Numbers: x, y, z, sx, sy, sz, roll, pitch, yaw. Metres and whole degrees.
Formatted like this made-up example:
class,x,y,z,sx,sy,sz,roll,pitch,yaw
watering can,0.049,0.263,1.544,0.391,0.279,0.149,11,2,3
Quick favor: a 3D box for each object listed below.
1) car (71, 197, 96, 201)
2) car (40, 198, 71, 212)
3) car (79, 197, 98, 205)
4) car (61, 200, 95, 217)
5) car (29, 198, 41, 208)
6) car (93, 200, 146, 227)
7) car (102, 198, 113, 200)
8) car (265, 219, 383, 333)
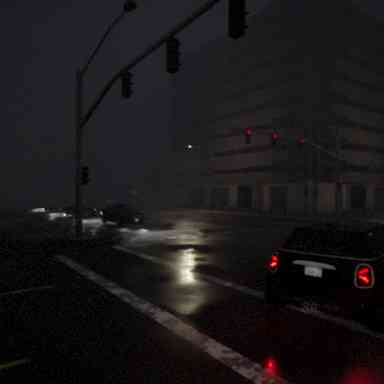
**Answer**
class,x,y,z,sx,sy,sz,roll,pitch,yaw
car,-17.752,1.684,54.501,1.812,1.442,4.674,0,0,-36
car,-16.630,1.715,40.478,1.895,1.301,4.718,0,0,-35
car,-19.758,1.727,63.358,2.033,1.411,5.357,0,0,-35
car,-10.845,1.716,32.295,1.895,1.301,4.718,0,0,-35
car,-22.998,1.606,49.556,2.128,1.511,4.902,0,0,-35
car,-5.097,1.607,24.181,2.128,1.511,4.902,0,0,-35
car,-14.257,1.706,55.621,1.812,1.442,4.674,0,0,-35
car,3.497,1.412,7.274,2.097,1.767,4.553,0,-1,42
